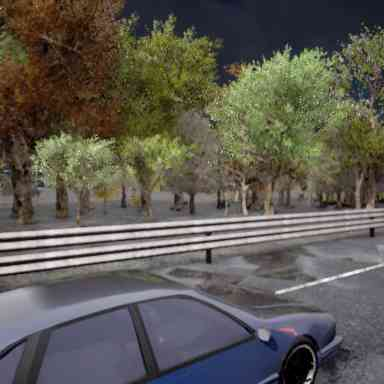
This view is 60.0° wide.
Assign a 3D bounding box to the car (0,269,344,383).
[{"bbox_3d":[-0.702,1.543,3.222,5.357,1.411,2.033,0,0,-38],"label":"car"}]
